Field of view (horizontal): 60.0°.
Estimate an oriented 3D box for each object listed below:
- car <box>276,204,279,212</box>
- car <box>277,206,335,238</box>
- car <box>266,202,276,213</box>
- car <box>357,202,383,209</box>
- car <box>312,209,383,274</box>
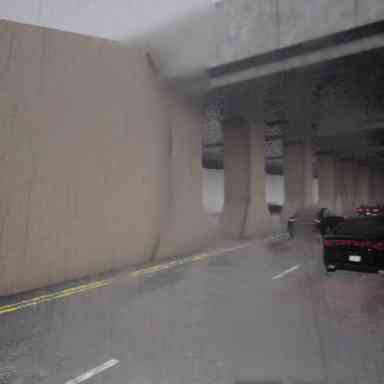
[{"bbox_3d":[11.049,1.763,35.202,1.895,1.301,4.718,-1,-1,37],"label":"car"},{"bbox_3d":[6.575,1.553,17.436,2.128,1.511,4.902,-1,-1,37],"label":"car"},{"bbox_3d":[8.456,1.831,37.571,1.895,1.301,4.718,-1,-1,37],"label":"car"},{"bbox_3d":[16.830,1.622,31.060,1.895,1.301,4.718,-1,-1,37],"label":"car"},{"bbox_3d":[5.507,1.486,10.197,1.882,1.535,5.008,-1,-1,37],"label":"car"}]
